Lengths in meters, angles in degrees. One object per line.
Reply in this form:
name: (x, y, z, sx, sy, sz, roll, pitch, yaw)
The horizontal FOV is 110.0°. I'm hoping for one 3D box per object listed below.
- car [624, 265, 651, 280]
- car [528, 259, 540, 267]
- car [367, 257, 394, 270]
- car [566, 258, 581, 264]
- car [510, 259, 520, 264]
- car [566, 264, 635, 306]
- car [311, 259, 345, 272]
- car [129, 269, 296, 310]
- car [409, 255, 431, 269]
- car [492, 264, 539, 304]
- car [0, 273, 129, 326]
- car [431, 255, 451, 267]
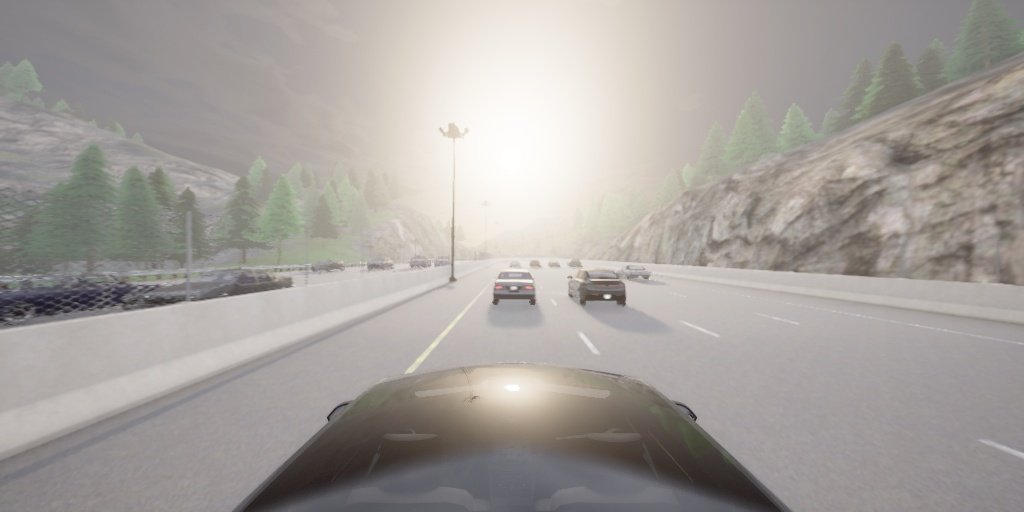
car: (10.810, 1.450, 32.413, 1.895, 1.301, 4.718, 1, 0, 0)
car: (4.059, 1.290, 65.041, 1.837, 1.490, 4.892, 1, 0, 0)
car: (-17.239, 0.940, 47.146, 2.097, 1.767, 4.553, 1, 0, 1)
car: (11.057, 1.202, 64.231, 2.097, 1.767, 4.553, 1, 0, 0)
car: (0.553, 1.278, 65.156, 1.812, 1.442, 4.674, 1, 0, 0)
car: (3.656, 1.289, 16.065, 1.837, 1.490, 4.892, 0, 0, 1)
car: (-20.799, 1.046, 40.657, 2.128, 1.511, 4.902, 1, 0, 1)
car: (-10.535, 1.199, 13.576, 2.033, 1.411, 5.357, 1, 0, 1)
car: (-13.658, 0.840, 53.932, 2.150, 2.045, 5.566, 1, 0, 1)
car: (0.120, 1.298, 16.409, 2.033, 1.411, 5.357, 1, 0, 1)
car: (-14.055, 1.220, 11.140, 1.895, 1.301, 4.718, 1, 0, 1)
car: (-10.161, 0.883, 54.354, 2.150, 2.045, 5.566, 1, 0, 1)
